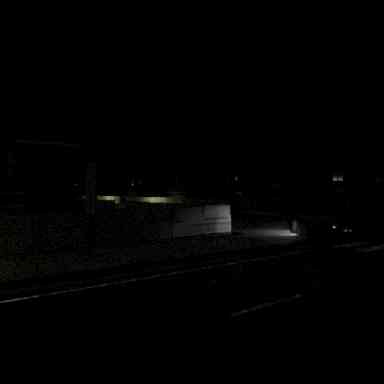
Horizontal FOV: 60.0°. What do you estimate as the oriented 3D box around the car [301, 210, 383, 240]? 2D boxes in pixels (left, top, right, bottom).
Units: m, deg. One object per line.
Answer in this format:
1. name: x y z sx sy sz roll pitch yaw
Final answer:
1. car: 8.028 1.553 15.856 5.357 1.411 2.033 0 0 21
